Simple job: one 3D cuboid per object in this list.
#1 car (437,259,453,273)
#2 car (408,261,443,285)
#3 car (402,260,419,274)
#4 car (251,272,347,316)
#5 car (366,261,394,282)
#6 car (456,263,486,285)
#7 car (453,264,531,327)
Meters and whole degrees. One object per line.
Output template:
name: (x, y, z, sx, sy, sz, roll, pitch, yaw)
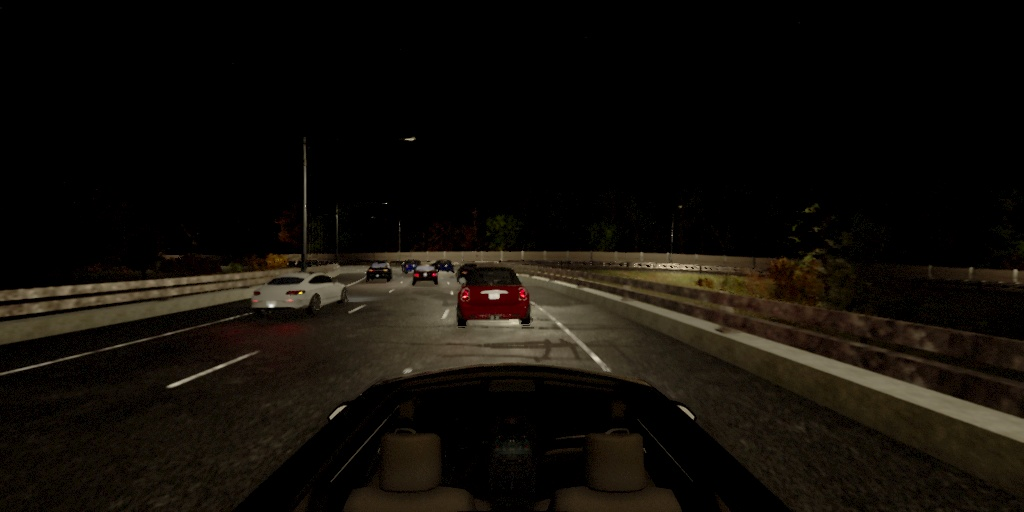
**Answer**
car: (-8.593, 1.203, 44.269, 2.097, 1.767, 4.553, 0, 0, -22)
car: (-6.662, 1.366, 27.466, 2.033, 1.411, 5.357, 0, 0, -14)
car: (-12.222, 1.221, 43.946, 2.097, 1.767, 4.553, 0, 0, -22)
car: (-7.864, 1.331, 13.646, 1.812, 1.442, 4.674, 0, 0, -6)
car: (-11.066, 1.337, 30.128, 2.128, 1.511, 4.902, 0, 0, -16)
car: (-3.318, 1.329, 28.185, 1.812, 1.442, 4.674, 0, 0, -13)
car: (-0.686, 1.121, 11.896, 2.097, 1.767, 4.553, 0, 0, -6)
